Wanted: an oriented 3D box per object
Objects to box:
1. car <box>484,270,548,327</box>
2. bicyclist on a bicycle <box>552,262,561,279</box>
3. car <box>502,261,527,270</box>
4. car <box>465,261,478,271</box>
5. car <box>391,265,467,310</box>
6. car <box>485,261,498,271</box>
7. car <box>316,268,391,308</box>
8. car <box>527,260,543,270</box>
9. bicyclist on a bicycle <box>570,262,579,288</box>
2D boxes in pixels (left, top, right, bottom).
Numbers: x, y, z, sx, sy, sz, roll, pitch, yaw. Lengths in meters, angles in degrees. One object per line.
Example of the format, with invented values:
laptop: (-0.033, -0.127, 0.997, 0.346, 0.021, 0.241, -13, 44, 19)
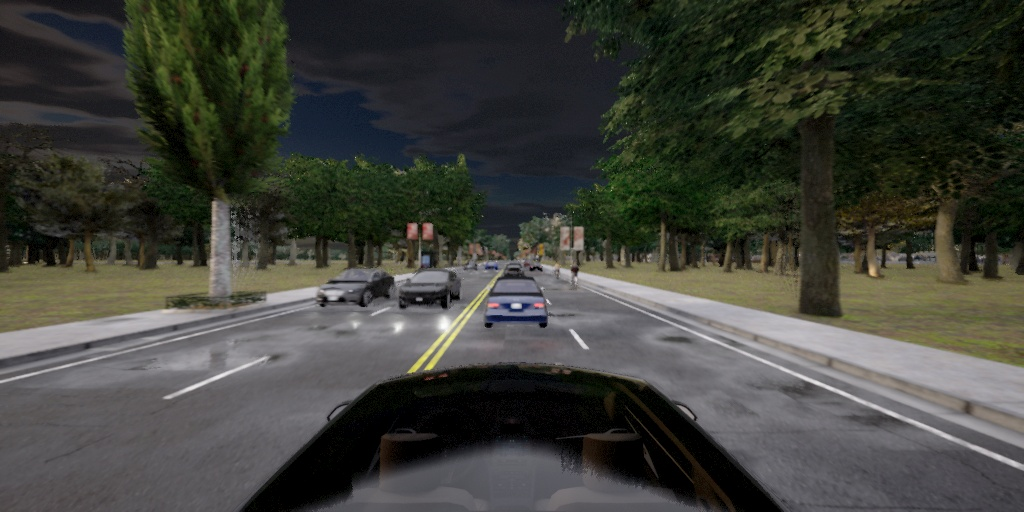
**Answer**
car: (0.113, 1.354, 11.783, 2.033, 1.411, 5.357, 0, 0, 0)
bicyclist on a bicycle: (4.217, 1.373, 33.543, 0.866, 1.612, 1.509, 0, 0, 0)
car: (0.151, 1.425, 32.230, 1.837, 1.490, 4.892, 0, 0, 0)
car: (-6.459, 1.536, 56.681, 2.128, 1.511, 4.902, 0, 0, 1)
car: (-3.330, 1.296, 15.392, 1.882, 1.535, 5.008, 0, 0, 0)
car: (-3.209, 1.529, 56.655, 1.882, 1.535, 5.008, 0, 0, 1)
car: (-6.579, 1.304, 15.651, 2.128, 1.511, 4.902, 0, 0, 0)
car: (3.440, 1.648, 53.267, 1.895, 1.301, 4.718, 0, 0, 0)
bicyclist on a bicycle: (4.180, 1.254, 24.012, 0.659, 1.776, 1.843, 0, 0, 0)
